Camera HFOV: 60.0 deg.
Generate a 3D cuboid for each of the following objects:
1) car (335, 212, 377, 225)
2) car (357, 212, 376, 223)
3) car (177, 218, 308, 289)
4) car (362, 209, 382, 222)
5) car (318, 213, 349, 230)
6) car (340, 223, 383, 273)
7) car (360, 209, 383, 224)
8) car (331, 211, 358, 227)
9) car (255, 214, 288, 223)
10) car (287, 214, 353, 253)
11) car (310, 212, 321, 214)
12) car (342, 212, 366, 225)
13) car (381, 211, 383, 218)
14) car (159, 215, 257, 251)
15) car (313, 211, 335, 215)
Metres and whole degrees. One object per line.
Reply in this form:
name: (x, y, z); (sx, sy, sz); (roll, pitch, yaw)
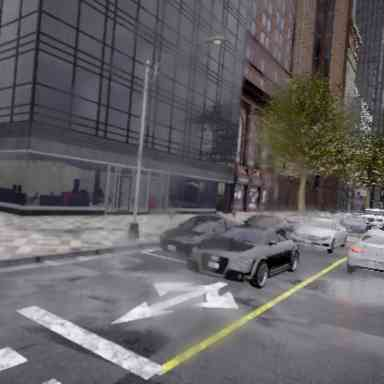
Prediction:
car: (12.455, 2.553, 25.263); (1.812, 1.442, 4.674); (5, 0, 35)
car: (26.360, 3.751, 50.033); (1.887, 1.381, 4.507); (5, 0, 35)
car: (1.679, 1.706, 9.821); (1.994, 1.385, 4.181); (5, 0, 35)
car: (29.600, 3.795, 54.654); (2.192, 1.841, 5.009); (5, 0, 35)
car: (13.473, 2.702, 31.548); (1.802, 1.307, 4.206); (5, 0, 35)
car: (6.768, 2.078, 11.665); (1.812, 1.442, 4.674); (5, 0, 36)
car: (18.605, 2.761, 33.955); (2.150, 2.045, 5.566); (5, 0, 36)
car: (16.602, 2.907, 36.029); (1.752, 1.417, 4.829); (5, 0, 35)
car: (3.811, 1.886, 17.685); (1.947, 1.339, 4.313); (5, 0, 35)
car: (6.570, 2.067, 16.830); (1.812, 1.442, 4.674); (5, 0, 35)
car: (7.030, 2.167, 22.306); (1.802, 1.307, 4.206); (5, 0, 35)
car: (19.916, 3.227, 40.791); (1.947, 1.339, 4.313); (5, 0, 35)
car: (45.691, 5.315, 77.760); (1.967, 1.590, 4.097); (5, 0, 35)
car: (0.589, 1.623, 13.063); (1.947, 1.339, 4.313); (5, 0, 35)
car: (10.263, 2.292, 26.926); (1.967, 1.590, 4.097); (5, 0, 35)
